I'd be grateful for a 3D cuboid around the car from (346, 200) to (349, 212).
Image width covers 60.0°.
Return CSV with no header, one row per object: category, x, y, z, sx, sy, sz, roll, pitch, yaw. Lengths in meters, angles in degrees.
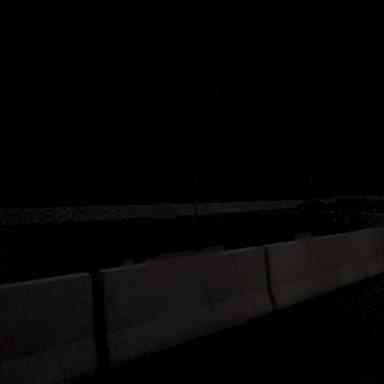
car,18.864,1.658,40.518,2.033,1.411,5.357,0,0,41
